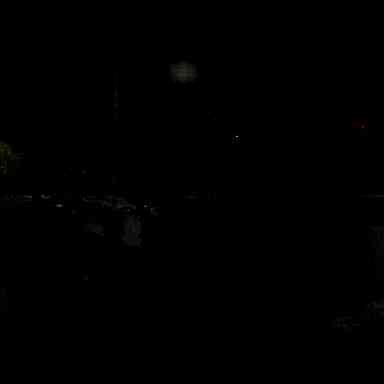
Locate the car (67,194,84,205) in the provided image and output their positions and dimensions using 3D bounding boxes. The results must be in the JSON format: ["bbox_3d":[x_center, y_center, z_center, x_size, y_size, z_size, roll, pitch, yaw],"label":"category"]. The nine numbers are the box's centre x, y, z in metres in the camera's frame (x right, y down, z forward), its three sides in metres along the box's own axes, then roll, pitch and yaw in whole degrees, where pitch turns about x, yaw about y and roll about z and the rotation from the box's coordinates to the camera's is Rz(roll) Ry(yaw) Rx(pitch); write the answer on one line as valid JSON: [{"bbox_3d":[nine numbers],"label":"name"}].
[{"bbox_3d":[-18.095,1.146,51.280,1.837,1.490,4.892,1,-1,-35],"label":"car"}]

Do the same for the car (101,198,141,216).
[{"bbox_3d":[-6.550,1.236,29.176,1.812,1.442,4.674,1,0,-35],"label":"car"}]

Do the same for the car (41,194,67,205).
[{"bbox_3d":[-20.165,1.139,48.562,1.994,1.385,4.181,1,-1,-35],"label":"car"}]

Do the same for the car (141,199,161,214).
[{"bbox_3d":[-4.897,1.364,32.489,1.895,1.301,4.718,1,0,-35],"label":"car"}]
